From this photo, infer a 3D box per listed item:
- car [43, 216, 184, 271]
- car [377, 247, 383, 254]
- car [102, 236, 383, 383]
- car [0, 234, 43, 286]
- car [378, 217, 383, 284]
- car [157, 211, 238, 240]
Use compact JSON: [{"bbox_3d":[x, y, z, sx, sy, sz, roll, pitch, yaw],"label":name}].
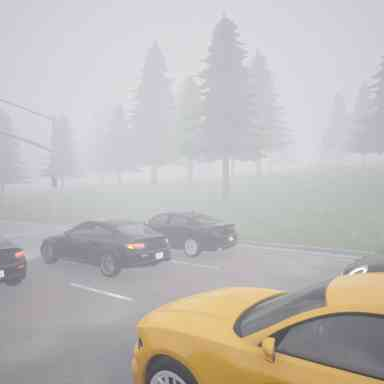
[{"bbox_3d":[-2.732,1.526,10.208,4.674,1.442,1.812,0,0,36],"label":"car"},{"bbox_3d":[4.647,1.352,4.976,4.553,1.767,2.097,0,0,36],"label":"car"},{"bbox_3d":[1.661,1.478,2.809,5.008,1.535,1.882,0,0,36],"label":"car"},{"bbox_3d":[-5.837,1.526,8.135,4.674,1.442,1.812,0,0,36],"label":"car"},{"bbox_3d":[7.156,1.478,7.487,5.008,1.535,1.882,0,0,35],"label":"car"},{"bbox_3d":[-0.646,1.478,13.019,5.008,1.535,1.882,0,0,36],"label":"car"}]
